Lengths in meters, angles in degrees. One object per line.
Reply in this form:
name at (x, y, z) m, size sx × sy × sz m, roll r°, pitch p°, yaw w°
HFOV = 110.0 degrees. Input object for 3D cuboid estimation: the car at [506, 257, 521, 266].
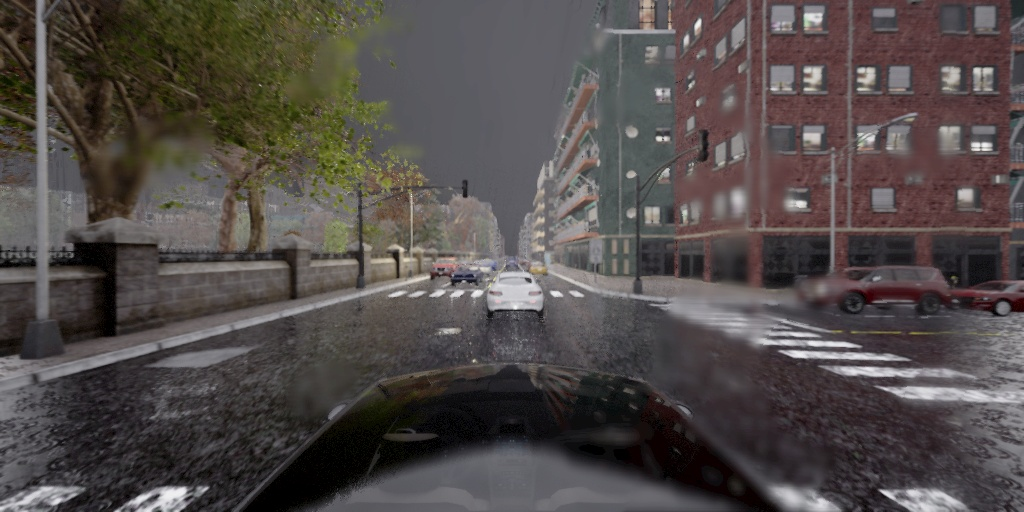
car at (0.014, 1.264, 56.473) m, size 1.812 × 1.442 × 4.674 m, roll 0°, pitch 0°, yaw 0°

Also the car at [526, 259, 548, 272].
car at (2.699, 1.262, 36.861) m, size 1.751 × 1.417 × 4.829 m, roll 0°, pitch 0°, yaw 0°

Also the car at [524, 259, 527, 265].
car at (2.700, 1.282, 42.226) m, size 1.888 × 1.381 × 4.507 m, roll 0°, pitch 0°, yaw 0°

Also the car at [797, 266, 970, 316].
car at (14.602, 1.331, 14.569) m, size 5.009 × 1.841 × 2.192 m, roll 0°, pitch 0°, yaw 0°

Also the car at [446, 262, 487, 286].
car at (-3.088, 1.339, 25.275) m, size 1.895 × 1.301 × 4.718 m, roll 0°, pitch 0°, yaw 0°

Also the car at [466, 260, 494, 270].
car at (-3.079, 1.338, 35.512) m, size 1.895 × 1.301 × 4.718 m, roll 0°, pitch 0°, yaw 0°

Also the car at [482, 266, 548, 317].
car at (0.104, 1.269, 12.972) m, size 1.812 × 1.442 × 4.674 m, roll 0°, pitch 0°, yaw 0°

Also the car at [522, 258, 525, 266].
car at (2.701, 1.288, 47.762) m, size 2.007 × 1.370 × 4.403 m, roll 0°, pitch 0°, yaw 0°

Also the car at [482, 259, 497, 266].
car at (-3.063, 1.215, 48.238) m, size 1.882 × 1.535 × 5.008 m, roll 0°, pitch 0°, yaw 0°

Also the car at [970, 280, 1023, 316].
car at (20.297, 1.665, 14.585) m, size 4.507 × 1.381 × 1.888 m, roll 0°, pitch 0°, yaw 0°

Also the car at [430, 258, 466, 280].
car at (-5.682, 1.052, 31.157) m, size 2.192 × 1.841 × 5.009 m, roll 0°, pitch 0°, yaw 0°
